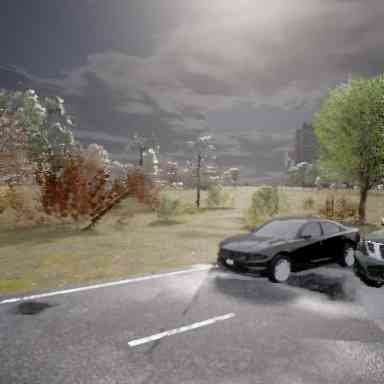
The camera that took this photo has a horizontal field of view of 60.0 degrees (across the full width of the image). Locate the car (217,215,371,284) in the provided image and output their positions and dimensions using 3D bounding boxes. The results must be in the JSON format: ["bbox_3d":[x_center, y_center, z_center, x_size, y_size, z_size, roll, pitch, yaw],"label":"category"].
[{"bbox_3d":[2.988,1.482,9.800,5.008,1.535,1.882,0,0,-35],"label":"car"}]

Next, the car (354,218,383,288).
[{"bbox_3d":[6.282,1.224,8.154,5.566,2.045,2.150,0,0,-35],"label":"car"}]
